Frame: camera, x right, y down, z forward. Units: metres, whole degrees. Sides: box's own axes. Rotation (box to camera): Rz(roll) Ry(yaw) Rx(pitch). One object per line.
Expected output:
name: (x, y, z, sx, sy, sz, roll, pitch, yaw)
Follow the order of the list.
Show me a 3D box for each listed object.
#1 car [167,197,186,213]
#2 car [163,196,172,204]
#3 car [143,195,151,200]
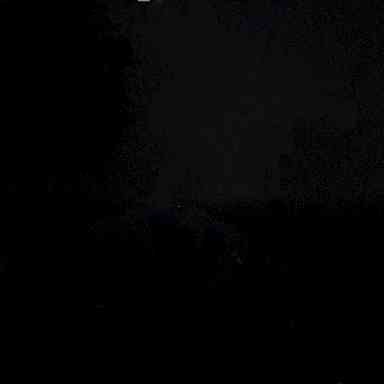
car: (-1.659, 1.663, 39.553, 2.033, 1.411, 5.357, 0, 0, -5)
car: (-4.579, 1.551, 65.620, 2.033, 1.411, 5.357, 0, 0, -8)
car: (-12.000, 1.363, 88.713, 1.994, 1.385, 4.181, 0, 0, -11)
